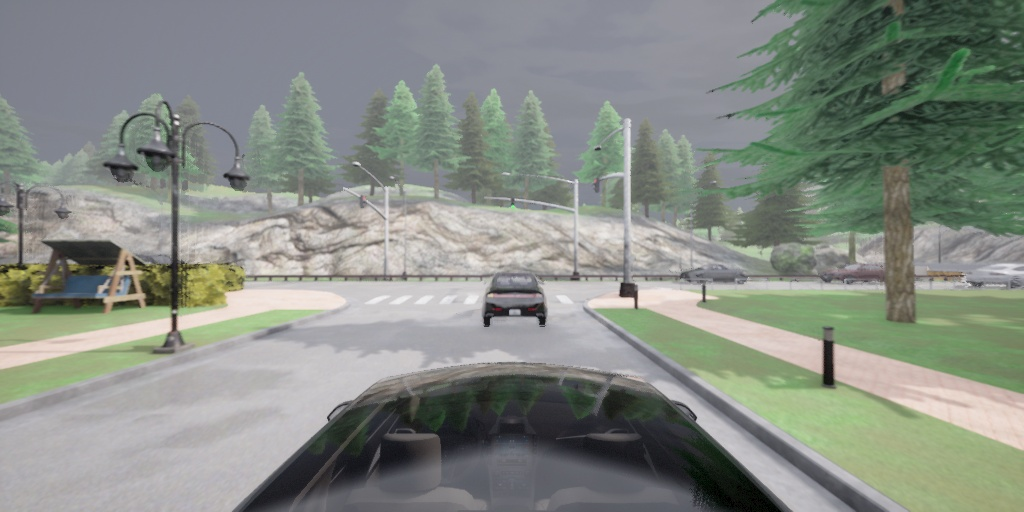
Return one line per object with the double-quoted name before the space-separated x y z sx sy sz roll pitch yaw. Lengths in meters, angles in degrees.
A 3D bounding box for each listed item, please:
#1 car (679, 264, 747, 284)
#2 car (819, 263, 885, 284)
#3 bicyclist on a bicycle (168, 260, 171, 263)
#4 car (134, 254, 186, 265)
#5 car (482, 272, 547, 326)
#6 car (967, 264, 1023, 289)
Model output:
"car" 14.067 1.250 25.230 4.181 1.385 1.994 0 0 0
"car" 24.369 1.212 25.218 4.674 1.442 1.812 0 0 0
"bicyclist on a bicycle" -27.083 1.131 28.545 0.582 1.620 1.656 0 1 0
"car" -21.403 0.890 21.466 5.566 2.045 2.150 0 0 0
"car" 0.073 1.283 11.859 2.128 1.511 4.902 0 0 0
"car" 30.381 1.198 21.588 4.674 1.442 1.812 0 0 0
